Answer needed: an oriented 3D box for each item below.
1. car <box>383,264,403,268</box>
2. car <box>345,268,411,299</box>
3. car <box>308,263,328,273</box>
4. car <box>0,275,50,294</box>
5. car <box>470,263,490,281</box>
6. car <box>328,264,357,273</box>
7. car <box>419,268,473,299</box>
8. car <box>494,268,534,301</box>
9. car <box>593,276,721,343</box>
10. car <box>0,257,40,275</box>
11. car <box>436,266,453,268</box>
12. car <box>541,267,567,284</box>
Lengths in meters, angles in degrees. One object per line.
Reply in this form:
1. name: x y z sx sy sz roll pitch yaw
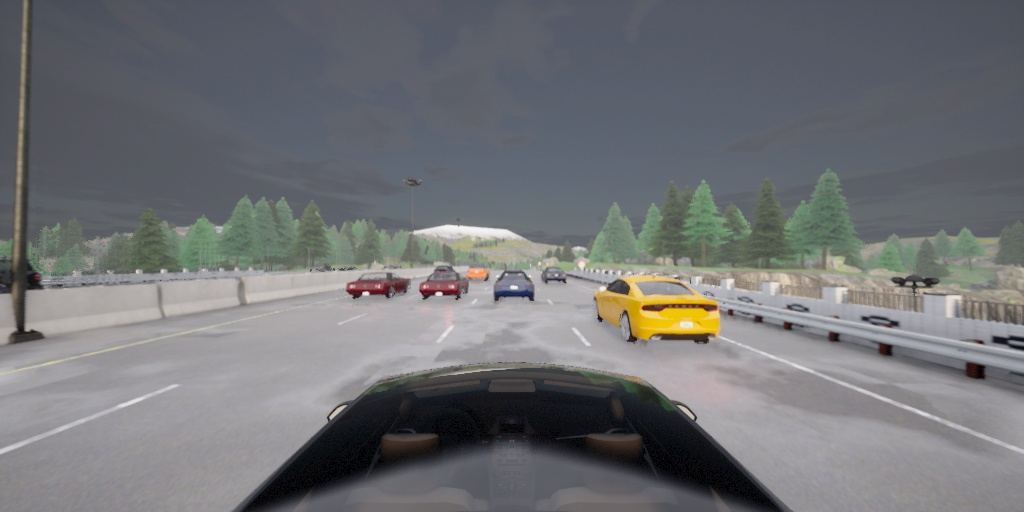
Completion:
1. car: -17.500 1.857 52.634 2.128 1.511 4.902 0 -1 0
2. car: -6.900 1.508 19.162 1.895 1.301 4.718 0 -1 0
3. car: -28.000 1.782 52.635 1.994 1.385 4.181 0 -1 0
4. car: -17.601 1.420 11.070 1.895 1.301 4.718 0 -1 0
5. car: -3.400 1.586 36.712 2.097 1.767 4.553 0 -1 0
6. car: -24.500 1.824 52.604 1.895 1.301 4.718 0 -1 0
7. car: -3.400 1.504 18.921 1.895 1.301 4.718 0 -1 0
8. car: 0.099 1.463 18.596 1.994 1.385 4.181 0 -1 0
9. car: 3.601 1.285 9.870 1.882 1.535 5.008 0 0 0
10. car: -21.101 1.056 12.893 2.150 2.045 5.566 0 0 0
11. car: -6.899 1.745 37.012 1.837 1.490 4.892 0 -1 0
12. car: 3.599 1.666 31.545 2.033 1.411 5.357 0 -1 0
